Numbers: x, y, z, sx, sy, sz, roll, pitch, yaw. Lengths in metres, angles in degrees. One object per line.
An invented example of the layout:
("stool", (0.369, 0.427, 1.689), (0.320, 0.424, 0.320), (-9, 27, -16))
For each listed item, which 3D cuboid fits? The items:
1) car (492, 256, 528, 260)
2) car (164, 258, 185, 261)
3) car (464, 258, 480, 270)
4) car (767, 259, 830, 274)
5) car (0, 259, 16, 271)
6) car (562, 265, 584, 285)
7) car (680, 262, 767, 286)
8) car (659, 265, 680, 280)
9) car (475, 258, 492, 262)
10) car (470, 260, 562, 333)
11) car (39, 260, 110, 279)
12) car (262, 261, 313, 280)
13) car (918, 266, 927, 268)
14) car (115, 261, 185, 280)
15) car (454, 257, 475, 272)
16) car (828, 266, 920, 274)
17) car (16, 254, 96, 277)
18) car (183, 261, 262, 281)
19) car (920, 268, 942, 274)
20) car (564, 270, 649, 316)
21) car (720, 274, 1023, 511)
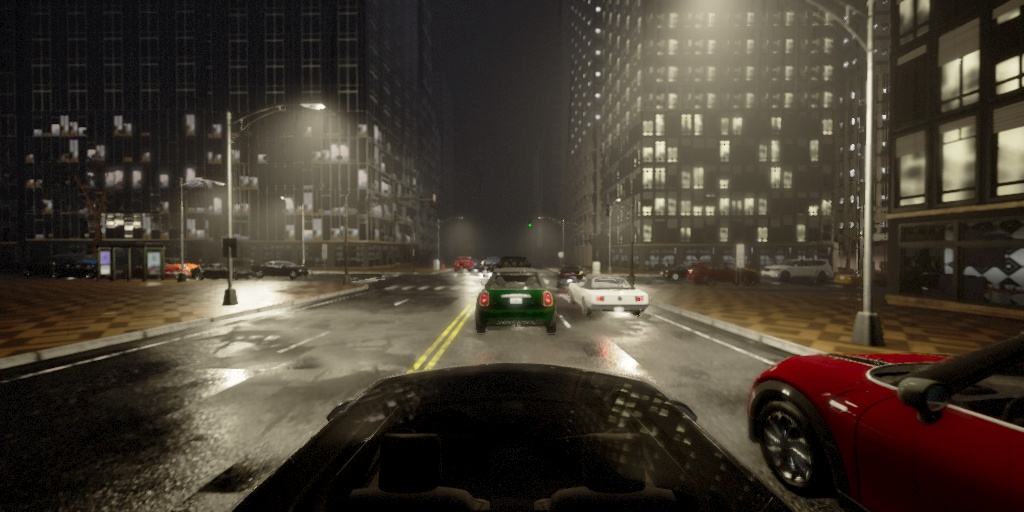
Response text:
("car", (0.111, 1.066, 22.776), (2.150, 2.045, 5.566), (0, -1, 0))
("car", (-29.421, 0.966, 31.096), (4.553, 1.767, 2.097), (1, 1, 1))
("car", (-6.549, 1.268, 59.057), (2.097, 1.767, 4.553), (0, 0, 0))
("car", (26.431, 1.289, 33.310), (5.566, 2.045, 2.150), (0, 1, 1))
("car", (-50.961, 0.927, 37.339), (4.207, 1.307, 1.802), (0, 0, 1))
("car", (4.380, 1.420, 25.510), (1.837, 1.490, 4.892), (-1, -2, 15))
("car", (16.200, 1.366, 27.711), (5.009, 1.841, 2.192), (0, 0, 1))
("car", (16.355, 1.485, 33.485), (4.892, 1.490, 1.837), (1, 1, 1))
("car", (-3.333, 1.379, 47.926), (2.128, 1.511, 4.902), (0, 0, 0))
("car", (0.104, 1.131, 10.939), (2.097, 1.767, 4.553), (0, 0, 0))
("car", (-34.090, 1.171, 28.558), (4.313, 1.339, 1.948), (0, 0, 1))
("car", (-19.803, 1.191, 30.899), (4.902, 1.511, 2.128), (1, 1, 1))
("car", (36.899, 1.683, 33.120), (4.674, 1.442, 1.812), (0, 1, 1))
("car", (-28.409, 1.238, 28.384), (4.207, 1.307, 1.802), (0, 0, 1))
("car", (-6.587, 1.113, 49.460), (2.150, 2.045, 5.566), (0, 0, 0))
("car", (27.648, 1.674, 27.511), (4.829, 1.417, 1.751), (0, 0, 1))
("car", (-39.415, 0.876, 31.308), (4.553, 1.767, 2.097), (1, 1, 1))
("car", (-22.725, 1.273, 28.249), (4.313, 1.339, 1.948), (0, 0, 1))
("car", (33.118, 1.779, 27.416), (4.207, 1.307, 1.802), (0, 0, 1))
("car", (3.353, 1.388, 13.445), (1.895, 1.301, 4.718), (0, 0, 0))
("car", (3.351, 1.103, 1.640), (2.097, 1.767, 4.553), (0, 0, 0))
